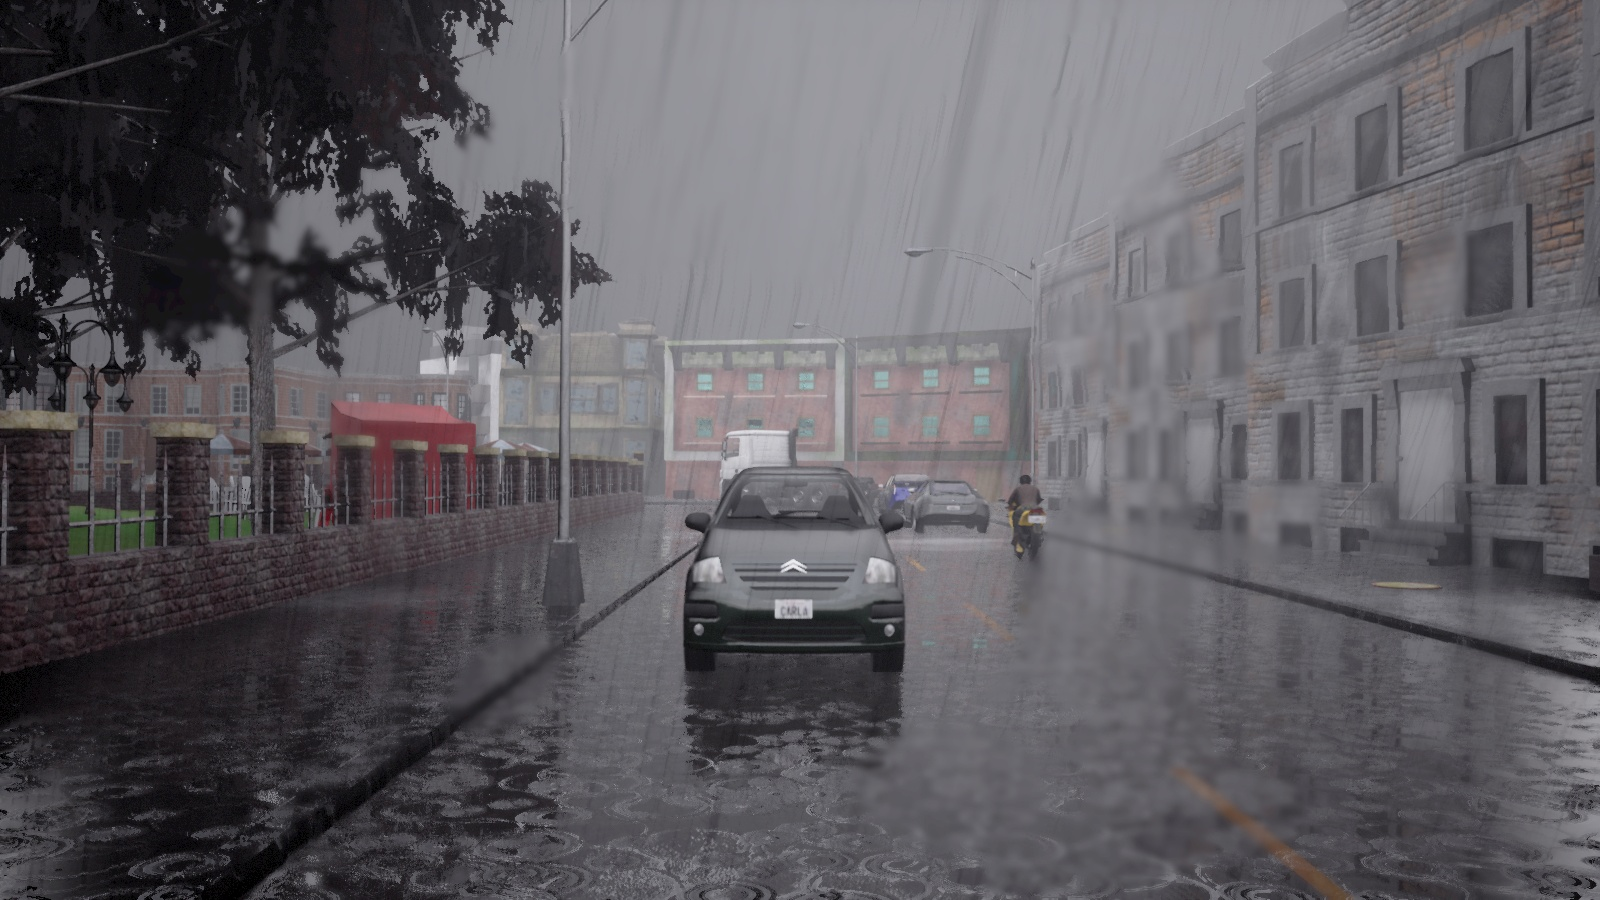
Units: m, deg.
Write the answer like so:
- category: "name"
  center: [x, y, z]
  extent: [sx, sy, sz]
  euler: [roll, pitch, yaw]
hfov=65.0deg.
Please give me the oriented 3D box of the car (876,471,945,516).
- category: "car"
  center: [3.843, 1.495, 44.325]
  extent: [2.007, 1.525, 4.514]
  euler: [0, -1, -1]

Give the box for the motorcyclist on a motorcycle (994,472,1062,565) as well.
- category: "motorcyclist on a motorcycle"
  center: [3.927, 1.149, 21.792]
  extent: [0.797, 1.523, 2.044]
  euler: [0, -1, 0]

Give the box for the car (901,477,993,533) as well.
- category: "car"
  center: [3.886, 1.435, 33.865]
  extent: [1.994, 1.385, 4.181]
  euler: [0, -1, 0]

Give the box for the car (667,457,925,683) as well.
- category: "car"
  center: [-0.037, 0.900, 11.049]
  extent: [1.851, 1.617, 3.988]
  euler: [0, -1, 0]

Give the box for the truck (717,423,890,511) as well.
- category: "truck"
  center: [-0.007, 0.739, 53.561]
  extent: [2.891, 3.462, 7.936]
  euler: [1, -1, -40]
